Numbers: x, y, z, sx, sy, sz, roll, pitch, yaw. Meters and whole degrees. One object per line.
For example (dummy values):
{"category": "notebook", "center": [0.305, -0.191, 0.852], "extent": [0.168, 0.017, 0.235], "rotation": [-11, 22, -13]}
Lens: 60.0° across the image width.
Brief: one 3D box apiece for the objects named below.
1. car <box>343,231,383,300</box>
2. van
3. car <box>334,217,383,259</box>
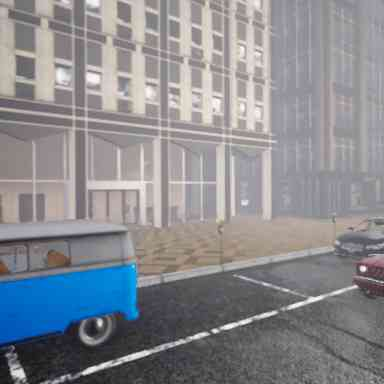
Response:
{"category": "car", "center": [5.515, 1.585, 7.186], "extent": [4.718, 1.301, 1.895], "rotation": [0, 0, -35]}
{"category": "van", "center": [-2.726, 1.341, 4.621], "extent": [3.998, 1.788, 1.690], "rotation": [0, 0, -35]}
{"category": "car", "center": [6.553, 1.529, 11.233], "extent": [4.403, 1.369, 2.008], "rotation": [0, 0, -35]}
